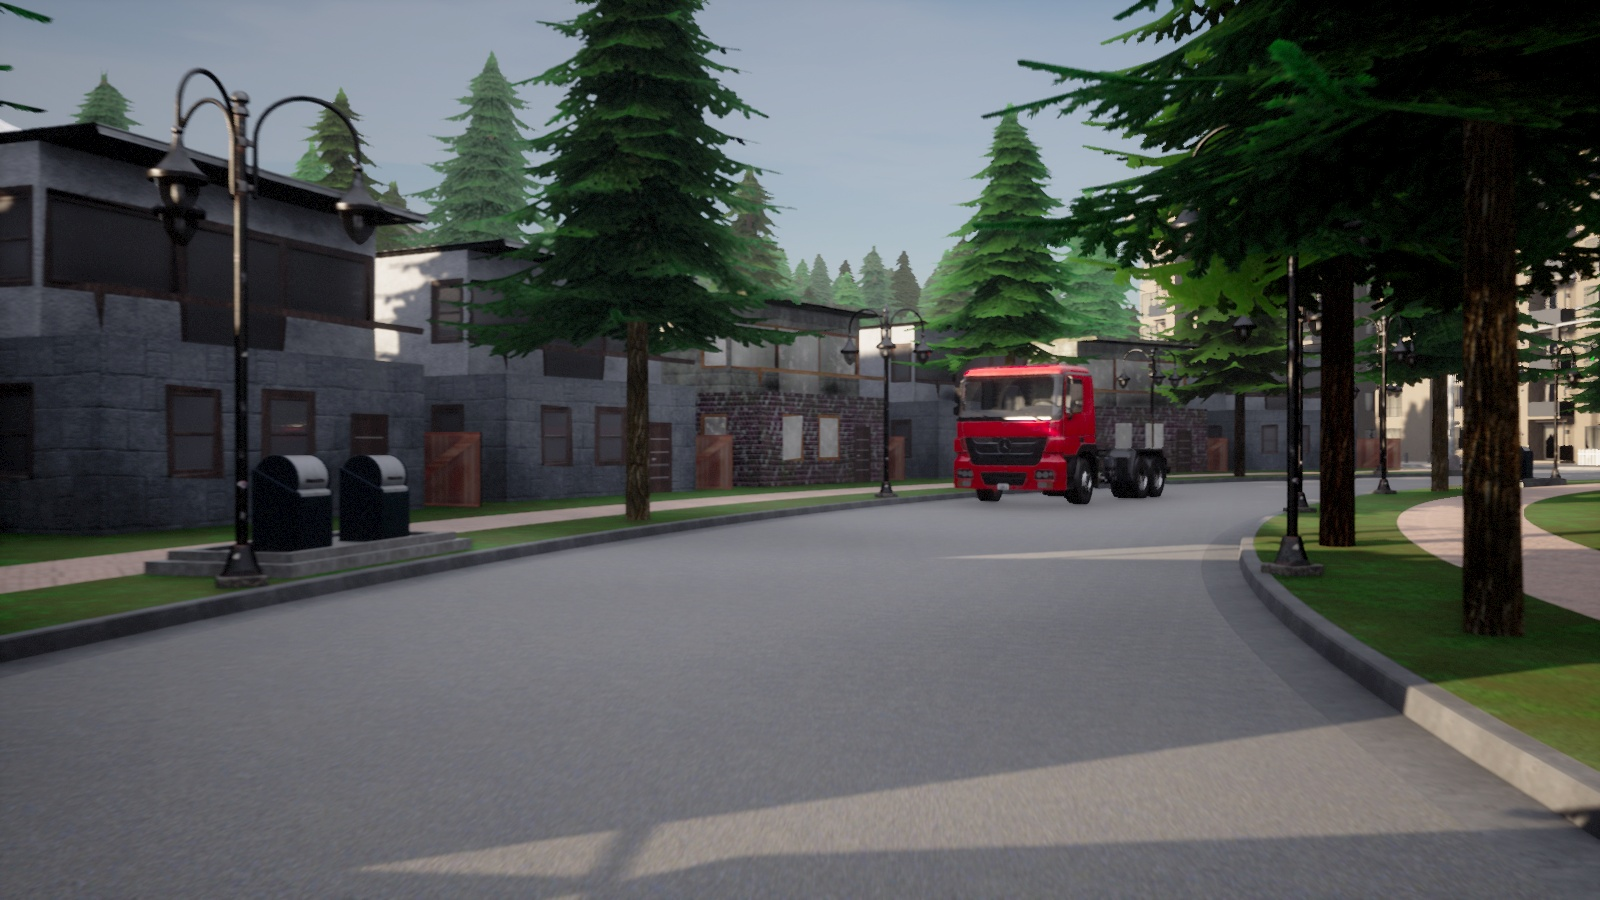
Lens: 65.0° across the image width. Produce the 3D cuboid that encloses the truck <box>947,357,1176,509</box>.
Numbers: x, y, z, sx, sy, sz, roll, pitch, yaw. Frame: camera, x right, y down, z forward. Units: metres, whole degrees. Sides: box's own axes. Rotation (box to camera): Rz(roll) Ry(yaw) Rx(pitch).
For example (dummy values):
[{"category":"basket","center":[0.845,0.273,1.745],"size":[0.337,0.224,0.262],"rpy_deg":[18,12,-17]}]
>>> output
[{"category":"truck","center":[7.002,-0.412,32.607],"size":[2.891,3.462,7.936],"rpy_deg":[0,0,35]}]
